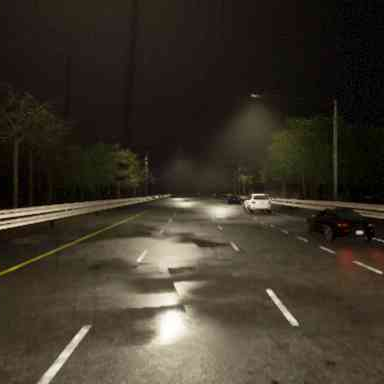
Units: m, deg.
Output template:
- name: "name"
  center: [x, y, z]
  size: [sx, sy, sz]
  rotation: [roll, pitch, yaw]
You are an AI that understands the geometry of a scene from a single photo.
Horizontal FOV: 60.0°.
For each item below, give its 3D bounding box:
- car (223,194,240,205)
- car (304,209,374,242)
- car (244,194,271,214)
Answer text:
- name: "car"
  center: [7.102, 1.354, 58.125]
  size: [2.097, 1.767, 4.553]
  rotation: [0, 0, 0]
- name: "car"
  center: [7.012, 1.536, 16.197]
  size: [1.812, 1.442, 4.674]
  rotation: [0, 0, 0]
- name: "car"
  center: [7.054, 1.244, 36.184]
  size: [2.150, 2.045, 5.566]
  rotation: [0, 0, 0]
